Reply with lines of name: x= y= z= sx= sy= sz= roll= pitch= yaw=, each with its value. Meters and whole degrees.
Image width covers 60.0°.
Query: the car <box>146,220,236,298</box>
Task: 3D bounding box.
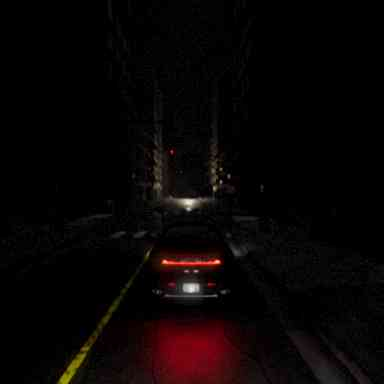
car: x=-0.016 y=1.473 z=8.411 sx=1.837 sy=1.490 sz=4.892 roll=0 pitch=0 yaw=0
